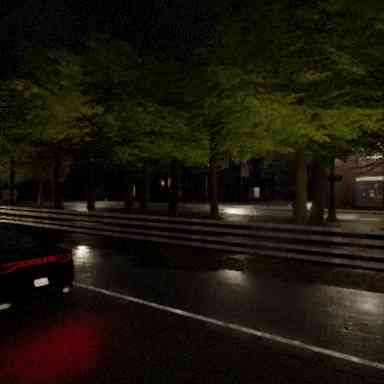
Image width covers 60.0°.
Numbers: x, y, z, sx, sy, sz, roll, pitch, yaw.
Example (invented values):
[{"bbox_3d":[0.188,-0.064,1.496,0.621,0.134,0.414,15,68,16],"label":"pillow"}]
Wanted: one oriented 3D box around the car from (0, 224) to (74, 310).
[{"bbox_3d":[-4.691,1.434,7.342,5.008,1.535,1.882,0,0,35],"label":"car"}]
